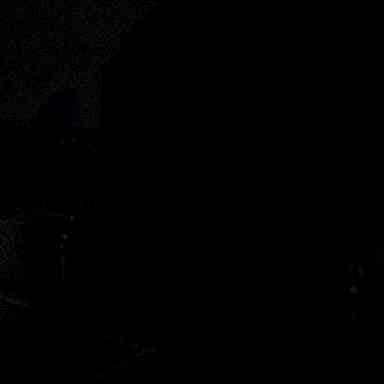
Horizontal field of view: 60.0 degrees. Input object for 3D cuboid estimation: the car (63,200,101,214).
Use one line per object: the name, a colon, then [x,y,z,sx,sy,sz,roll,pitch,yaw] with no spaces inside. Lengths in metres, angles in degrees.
car: [-12.394,1.636,38.109,1.812,1.442,4.674,1,1,36]

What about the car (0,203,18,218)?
car: [-18.205,1.673,29.999,1.812,1.442,4.674,1,1,34]
